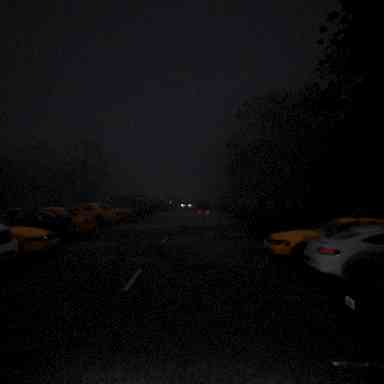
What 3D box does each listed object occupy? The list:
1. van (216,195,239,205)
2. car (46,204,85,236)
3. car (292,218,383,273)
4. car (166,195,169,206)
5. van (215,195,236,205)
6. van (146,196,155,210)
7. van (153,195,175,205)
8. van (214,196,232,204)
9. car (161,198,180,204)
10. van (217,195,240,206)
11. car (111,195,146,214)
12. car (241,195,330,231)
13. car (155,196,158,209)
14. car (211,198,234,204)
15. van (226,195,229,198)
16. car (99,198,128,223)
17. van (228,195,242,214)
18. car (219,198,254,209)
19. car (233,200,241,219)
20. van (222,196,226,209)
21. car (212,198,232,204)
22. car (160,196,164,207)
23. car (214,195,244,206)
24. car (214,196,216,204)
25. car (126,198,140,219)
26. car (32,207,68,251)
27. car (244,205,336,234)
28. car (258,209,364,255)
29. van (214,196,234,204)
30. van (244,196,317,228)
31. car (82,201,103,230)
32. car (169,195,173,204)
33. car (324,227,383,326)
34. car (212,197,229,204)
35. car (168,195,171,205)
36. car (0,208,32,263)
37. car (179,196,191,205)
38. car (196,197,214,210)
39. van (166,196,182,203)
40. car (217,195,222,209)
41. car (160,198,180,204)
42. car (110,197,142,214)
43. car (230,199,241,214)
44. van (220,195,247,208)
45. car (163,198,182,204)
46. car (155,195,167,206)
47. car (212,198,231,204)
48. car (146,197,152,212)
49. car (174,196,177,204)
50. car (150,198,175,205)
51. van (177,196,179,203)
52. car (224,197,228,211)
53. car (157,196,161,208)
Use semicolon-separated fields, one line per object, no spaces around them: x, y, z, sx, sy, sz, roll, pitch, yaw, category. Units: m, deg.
7.372;1.729;69.435;4.442;1.987;1.878;0;-1;2;van
-7.599;1.438;14.522;4.892;1.521;2.231;0;0;2;car
5.285;1.563;8.537;4.674;1.452;2.002;0;0;2;car
-6.434;1.678;50.581;4.892;1.521;2.231;0;-1;2;car
7.233;1.756;72.344;4.442;1.987;1.878;0;-1;2;van
-6.770;1.317;36.707;4.442;1.987;1.878;0;-1;2;van
-5.929;1.638;70.010;4.442;1.987;1.878;0;-1;2;van
7.818;2.024;83.259;4.442;1.987;1.878;0;-1;2;van
-5.398;2.191;83.856;4.792;1.488;2.163;0;-1;2;car
7.287;1.704;66.792;4.442;1.987;1.878;0;-1;2;van
-7.035;1.366;31.162;4.553;1.767;2.185;0;0;2;car
5.587;1.280;16.841;5.566;2.045;2.435;0;0;2;car
-6.828;1.599;39.484;4.792;1.488;2.163;0;-1;2;car
7.426;2.173;80.494;5.366;1.575;1.946;0;-1;2;car
6.300;1.408;36.211;4.442;1.987;1.878;0;-1;2;van
-7.517;1.443;22.973;5.366;1.575;1.946;0;0;2;car
5.896;1.355;30.666;4.442;1.987;1.878;0;0;1;van
6.623;1.767;50.057;5.008;1.535;2.097;0;-1;2;car
5.858;1.577;25.271;4.792;1.488;2.163;0;0;2;car
6.156;1.433;38.988;4.442;1.987;1.878;0;-1;2;van
7.782;2.321;86.025;4.892;1.521;2.231;0;-1;2;car
-6.649;1.652;45.033;4.792;1.488;2.163;0;-1;2;car
7.053;1.650;64.028;5.566;2.045;2.435;0;-1;2;car
6.981;1.874;61.132;5.008;1.535;2.097;0;-1;2;car
-7.061;1.454;25.612;5.366;1.575;1.946;0;0;2;car
-7.509;1.433;11.741;5.366;1.575;1.946;0;0;2;car
5.617;1.563;19.611;4.792;1.488;2.163;0;0;2;car
5.192;1.521;11.312;5.366;1.575;1.946;0;0;2;car
7.406;1.879;77.732;4.442;1.987;1.878;0;-1;2;van
5.858;1.314;22.499;4.442;1.987;1.878;0;0;2;van
-7.701;1.435;17.302;5.366;1.575;1.946;0;0;2;car
-6.447;1.726;56.137;5.366;1.575;1.946;0;-1;2;car
5.169;1.549;5.769;4.792;1.488;2.163;0;0;2;car
8.025;2.408;94.334;4.553;1.767;2.185;0;-1;2;car
-6.357;1.705;53.356;4.892;1.521;2.231;0;-1;2;car
-7.754;1.181;8.971;5.566;2.045;2.435;0;0;2;car
-1.201;2.035;72.208;1.895;1.301;4.718;0;-1;2;car
1.614;1.722;47.795;2.128;1.511;4.902;0;0;2;car
-4.982;2.152;92.178;4.442;1.987;1.878;0;-1;2;van
6.335;1.435;41.753;5.566;2.045;2.435;0;-1;2;car
-5.455;2.131;81.080;4.674;1.452;2.002;0;-1;2;car
-7.163;1.472;28.384;4.892;1.521;2.231;0;0;2;car
5.943;1.591;27.909;4.792;1.488;2.163;0;0;2;car
6.930;1.597;55.717;4.442;1.987;1.878;0;-1;2;van
-5.184;2.305;89.402;5.008;1.535;2.097;0;-1;2;car
-6.715;1.646;47.813;5.366;1.575;1.946;0;-1;2;car
7.872;2.391;88.793;5.008;1.535;2.097;0;-1;2;car
-6.949;1.545;33.932;4.792;1.488;2.163;0;-1;2;car
-5.998;1.811;64.455;5.008;1.535;2.097;0;-1;2;car
-5.901;1.878;67.229;4.674;1.452;2.002;0;-1;2;car
-5.661;1.792;78.316;4.442;1.987;1.878;0;-1;2;van
6.098;1.606;33.445;5.008;1.535;2.097;0;-1;2;car
-6.738;1.626;42.258;4.792;1.488;2.163;0;-1;2;car
